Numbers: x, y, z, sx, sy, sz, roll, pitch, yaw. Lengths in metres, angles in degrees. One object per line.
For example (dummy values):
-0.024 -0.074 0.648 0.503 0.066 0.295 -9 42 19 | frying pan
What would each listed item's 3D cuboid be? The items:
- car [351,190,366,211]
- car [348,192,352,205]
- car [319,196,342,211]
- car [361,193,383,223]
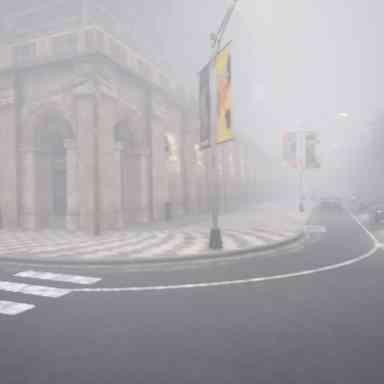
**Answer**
15.878 0.896 29.811 2.128 1.511 4.902 -1 1 22 | car
19.610 0.592 39.097 2.097 1.767 4.553 -1 1 22 | car
12.819 1.032 30.910 1.895 1.301 4.718 -1 1 22 | car
12.114 1.061 20.632 2.128 1.511 4.902 -1 1 22 | car
